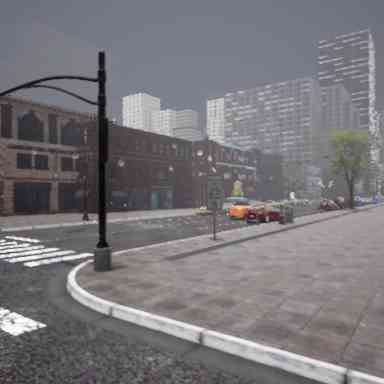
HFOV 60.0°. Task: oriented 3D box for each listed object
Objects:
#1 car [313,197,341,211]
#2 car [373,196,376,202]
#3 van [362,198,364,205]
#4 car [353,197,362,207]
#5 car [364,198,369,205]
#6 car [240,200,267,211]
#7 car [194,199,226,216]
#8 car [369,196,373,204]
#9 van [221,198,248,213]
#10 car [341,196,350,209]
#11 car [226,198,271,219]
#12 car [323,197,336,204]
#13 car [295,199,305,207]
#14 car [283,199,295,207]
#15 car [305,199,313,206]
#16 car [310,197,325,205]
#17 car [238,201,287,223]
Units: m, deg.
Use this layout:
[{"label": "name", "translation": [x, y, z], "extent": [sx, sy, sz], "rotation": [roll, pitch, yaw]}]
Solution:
[{"label": "car", "translation": [18.565, 1.736, 45.595], "extent": [1.967, 1.590, 4.097], "rotation": [-1, -1, 35]}, {"label": "car", "translation": [40.801, 2.097, 77.245], "extent": [1.802, 1.307, 4.206], "rotation": [-1, -1, 35]}, {"label": "van", "translation": [31.271, 1.759, 63.683], "extent": [1.690, 1.788, 3.998], "rotation": [-1, -1, 35]}, {"label": "car", "translation": [28.095, 1.702, 59.162], "extent": [2.192, 1.841, 5.009], "rotation": [-1, -1, 35]}, {"label": "car", "translation": [34.448, 2.032, 68.201], "extent": [1.802, 1.307, 4.206], "rotation": [-1, -1, 35]}, {"label": "car", "translation": [8.532, 1.861, 45.888], "extent": [2.008, 1.369, 4.403], "rotation": [-1, -1, 35]}, {"label": "car", "translation": [2.081, 1.779, 36.706], "extent": [1.752, 1.417, 4.829], "rotation": [-1, -1, 35]}, {"label": "car", "translation": [37.723, 2.008, 72.864], "extent": [1.752, 1.417, 4.829], "rotation": [-1, -1, 35]}, {"label": "van", "translation": [5.354, 1.623, 41.368], "extent": [1.690, 1.788, 3.998], "rotation": [-1, -1, 35]}, {"label": "car", "translation": [21.741, 1.641, 50.118], "extent": [2.192, 1.841, 5.009], "rotation": [-1, -1, 35]}, {"label": "car", "translation": [5.439, 1.564, 31.406], "extent": [2.097, 1.767, 4.553], "rotation": [0, 0, 35]}, {"label": "car", "translation": [33.943, 1.999, 82.063], "extent": [1.967, 1.590, 4.097], "rotation": [-1, -1, 35]}, {"label": "car", "translation": [18.061, 1.951, 59.454], "extent": [2.008, 1.369, 4.403], "rotation": [-1, -1, 35]}, {"label": "car", "translation": [14.885, 1.921, 54.932], "extent": [2.008, 1.369, 4.403], "rotation": [-1, -1, 35]}, {"label": "car", "translation": [21.238, 1.982, 63.976], "extent": [2.008, 1.369, 4.403], "rotation": [-1, -1, 35]}, {"label": "car", "translation": [27.590, 1.934, 73.019], "extent": [1.967, 1.590, 4.097], "rotation": [-1, -1, 35]}, {"label": "car", "translation": [5.904, 1.729, 27.478], "extent": [1.887, 1.381, 4.507], "rotation": [-1, -1, 35]}]
